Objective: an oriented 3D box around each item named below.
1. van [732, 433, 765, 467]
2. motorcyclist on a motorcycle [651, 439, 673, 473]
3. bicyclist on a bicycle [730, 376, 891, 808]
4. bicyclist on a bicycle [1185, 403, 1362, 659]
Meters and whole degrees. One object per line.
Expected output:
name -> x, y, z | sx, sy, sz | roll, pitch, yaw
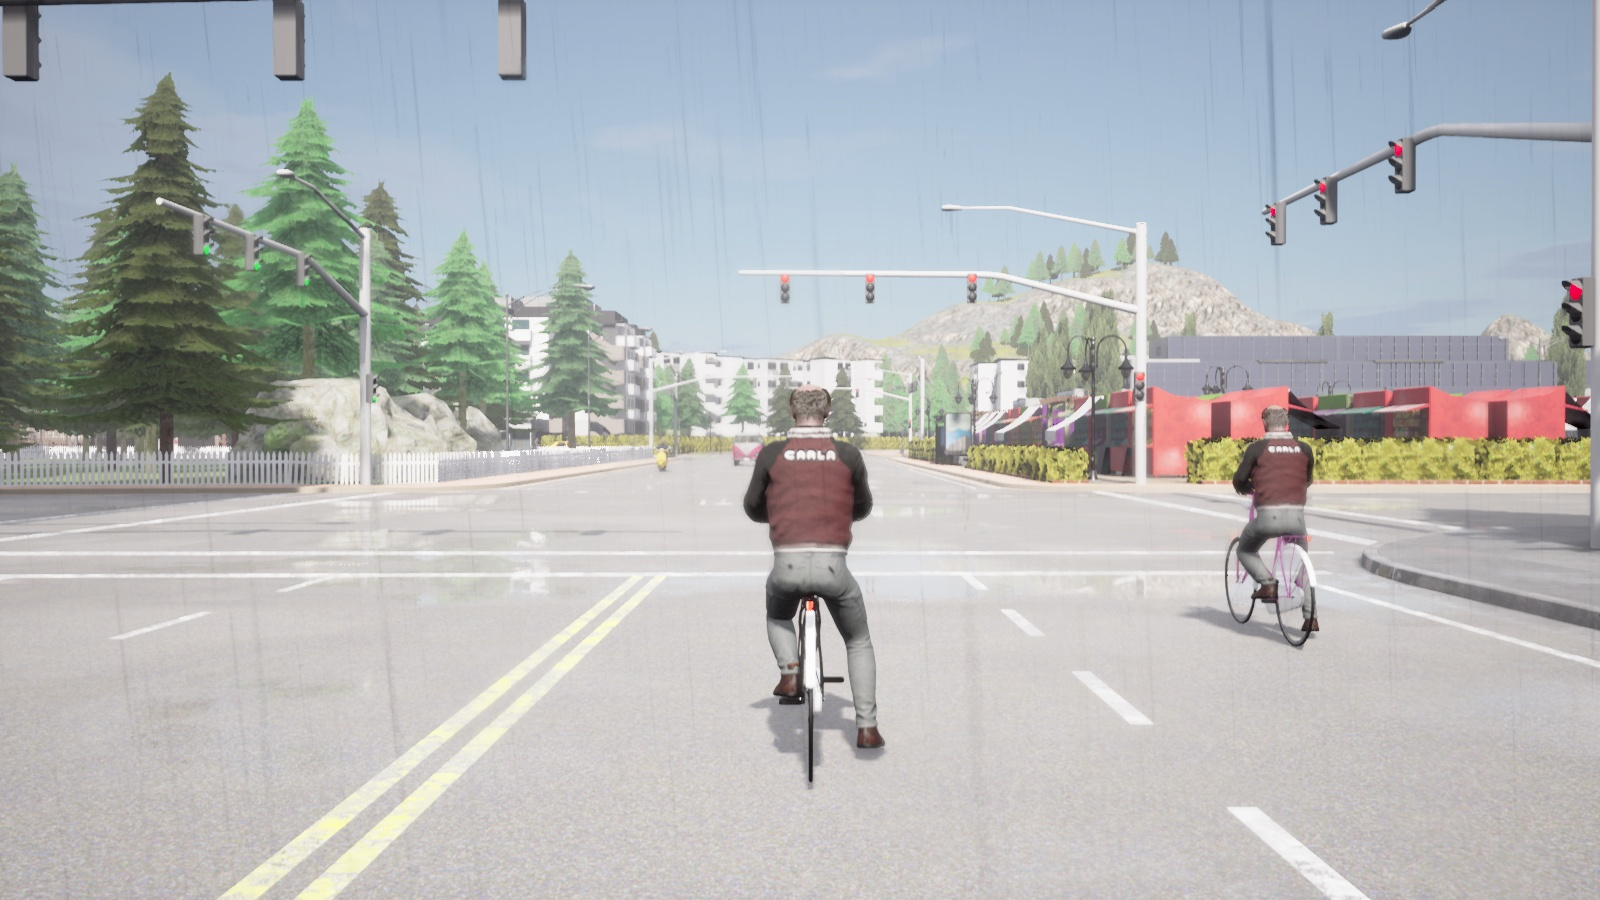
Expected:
van -> -3.078, -0.023, 75.337 | 1.775, 1.987, 4.442 | 0, 0, 0
motorcyclist on a motorcycle -> -6.657, 0.276, 60.686 | 0.866, 1.590, 1.817 | 0, 0, 0
bicyclist on a bicycle -> 0.048, 0.575, 6.077 | 0.659, 1.776, 1.843 | 0, 1, 0
bicyclist on a bicycle -> 3.567, 0.553, 9.638 | 0.659, 1.776, 1.843 | 0, 1, 0
